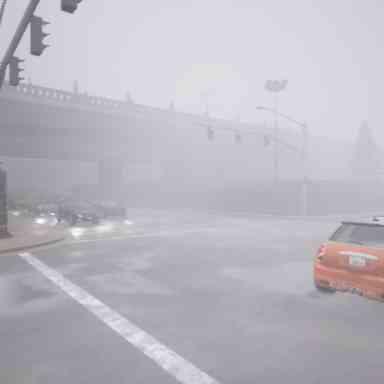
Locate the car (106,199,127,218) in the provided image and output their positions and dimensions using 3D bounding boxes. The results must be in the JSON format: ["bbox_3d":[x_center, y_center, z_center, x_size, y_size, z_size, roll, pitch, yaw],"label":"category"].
[{"bbox_3d":[-7.129,1.309,27.586,1.882,1.535,5.008,0,1,-37],"label":"car"}]

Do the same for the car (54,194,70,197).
[{"bbox_3d":[-12.962,1.241,35.181,1.882,1.535,5.008,0,1,-38],"label":"car"}]

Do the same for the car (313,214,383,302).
[{"bbox_3d":[4.816,1.332,7.588,4.553,1.767,2.097,0,1,-37],"label":"car"}]

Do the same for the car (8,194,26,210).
[{"bbox_3d":[-19.836,1.203,38.396,1.882,1.535,5.008,0,1,-37],"label":"car"}]

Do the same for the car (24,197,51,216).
[{"bbox_3d":[-13.484,1.401,30.115,1.895,1.301,4.718,0,1,-38],"label":"car"}]

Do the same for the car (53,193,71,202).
[{"bbox_3d":[-24.018,1.024,61.360,1.882,1.535,5.008,0,1,-38],"label":"car"}]

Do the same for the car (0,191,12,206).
[{"bbox_3d":[-28.956,0.918,50.414,2.150,2.045,5.566,0,1,-38],"label":"car"}]

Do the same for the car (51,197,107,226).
[{"bbox_3d":[-7.845,1.370,22.772,1.837,1.490,4.892,0,1,-38],"label":"car"}]

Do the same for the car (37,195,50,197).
[{"bbox_3d":[-19.288,1.181,43.445,2.128,1.511,4.902,0,1,-37],"label":"car"}]
